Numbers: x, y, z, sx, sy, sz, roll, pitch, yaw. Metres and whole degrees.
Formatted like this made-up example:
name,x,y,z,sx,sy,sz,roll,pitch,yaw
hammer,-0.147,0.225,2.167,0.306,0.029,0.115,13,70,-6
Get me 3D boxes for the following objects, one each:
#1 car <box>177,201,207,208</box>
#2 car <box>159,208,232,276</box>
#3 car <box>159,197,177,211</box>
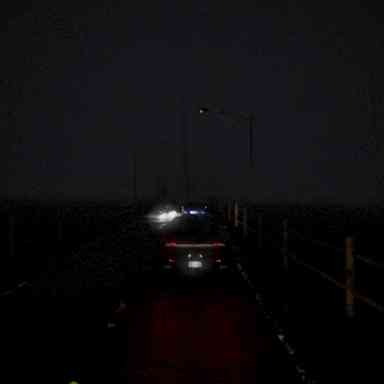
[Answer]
name,x,y,z,sx,sy,sz,roll,pitch,yaw
car,0.163,1.479,25.880,2.033,1.411,5.357,0,0,1
car,0.098,1.465,10.194,2.128,1.511,4.902,0,0,1
car,-2.699,1.392,38.915,2.128,1.511,4.902,0,0,0
